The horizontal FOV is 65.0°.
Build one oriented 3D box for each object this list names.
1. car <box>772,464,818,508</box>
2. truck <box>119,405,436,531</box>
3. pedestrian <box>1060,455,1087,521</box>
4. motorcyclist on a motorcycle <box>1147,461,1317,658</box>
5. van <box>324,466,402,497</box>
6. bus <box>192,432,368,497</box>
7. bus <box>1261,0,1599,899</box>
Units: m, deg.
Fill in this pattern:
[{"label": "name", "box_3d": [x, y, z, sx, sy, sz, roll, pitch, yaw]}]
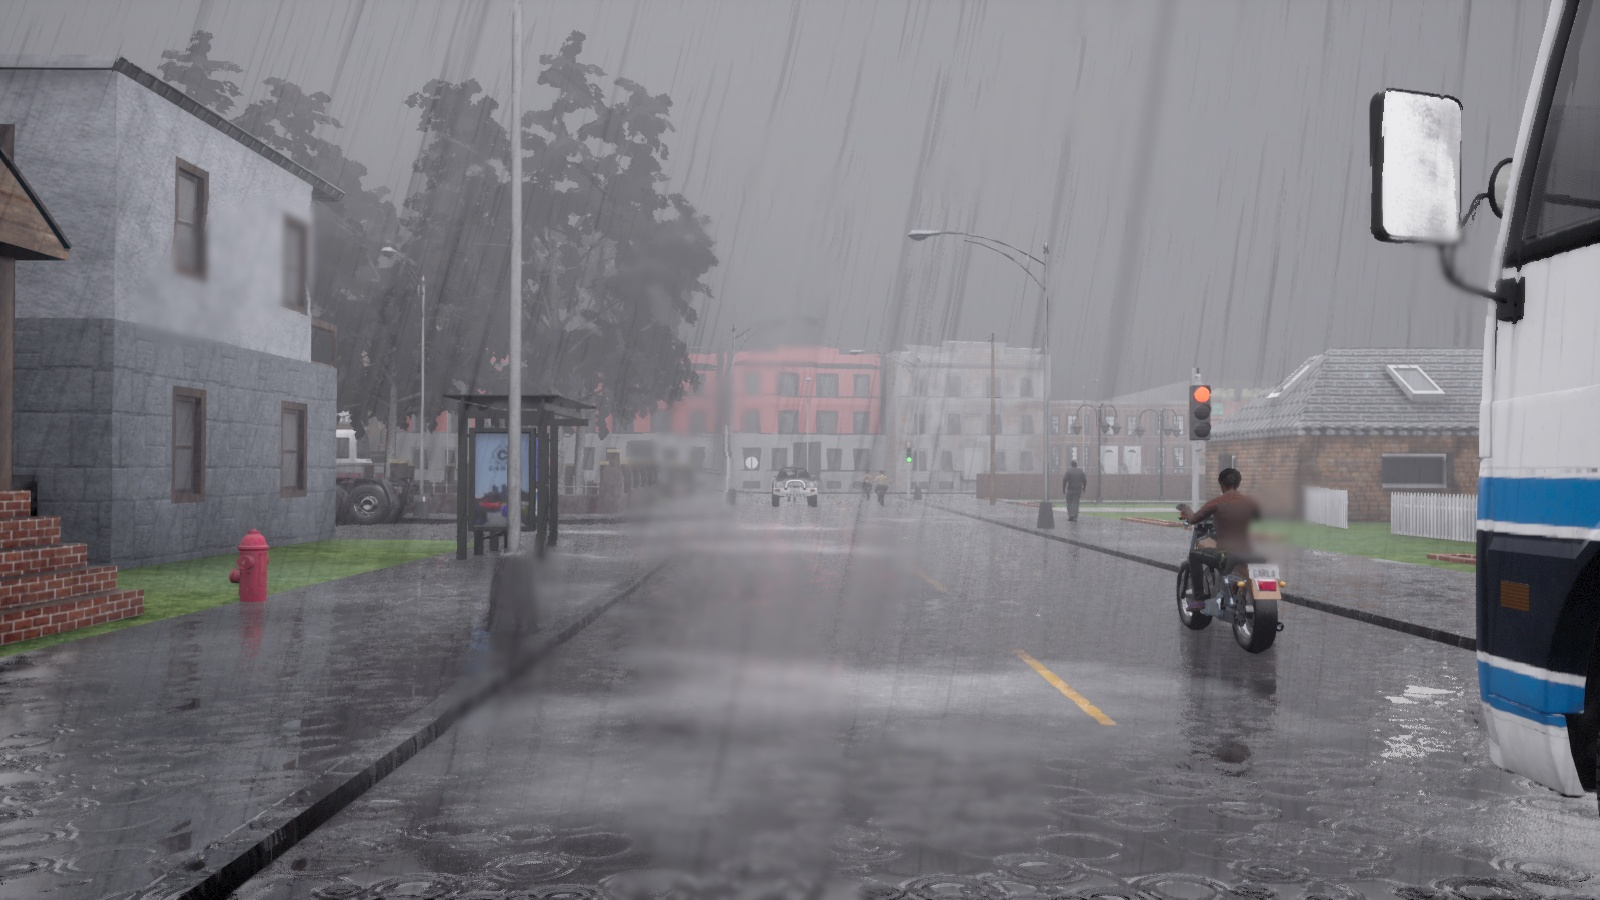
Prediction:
[{"label": "car", "box_3d": [-0.262, 1.567, 55.802, 1.932, 1.855, 4.605, 0, -1, -2]}, {"label": "truck", "box_3d": [-14.878, 0.500, 36.276, 7.936, 3.462, 2.891, 0, -1, -4]}, {"label": "pedestrian", "box_3d": [7.955, 1.099, 36.557, 0.563, 1.883, 0.849, 0, -1, -1]}, {"label": "motorcyclist on a motorcycle", "box_3d": [3.954, 0.946, 11.733, 0.766, 1.649, 2.350, 0, -1, 0]}, {"label": "van", "box_3d": [-28.225, 2.042, 81.259, 4.442, 1.987, 1.775, 0, -1, 0]}, {"label": "bus", "box_3d": [-35.142, 1.007, 85.247, 10.273, 4.253, 3.944, 0, -1, 0]}, {"label": "bus", "box_3d": [3.998, -0.572, 0.333, 3.944, 4.253, 10.273, 0, -1, 0]}]
